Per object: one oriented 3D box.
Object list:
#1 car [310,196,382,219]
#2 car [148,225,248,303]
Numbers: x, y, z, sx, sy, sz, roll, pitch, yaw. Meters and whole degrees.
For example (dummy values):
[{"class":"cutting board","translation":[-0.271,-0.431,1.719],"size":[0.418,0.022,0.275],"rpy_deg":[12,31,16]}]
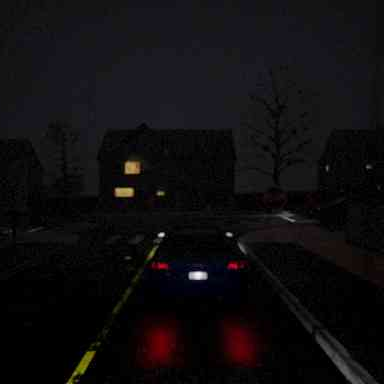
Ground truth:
[{"class":"car","translation":[10.289,0.995,22.208],"size":[4.674,1.442,1.812],"rpy_deg":[-1,1,0]},{"class":"car","translation":[0.088,1.483,8.086],"size":[1.994,1.385,4.181],"rpy_deg":[0,0,-1]}]
